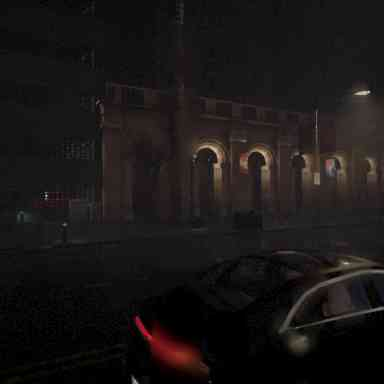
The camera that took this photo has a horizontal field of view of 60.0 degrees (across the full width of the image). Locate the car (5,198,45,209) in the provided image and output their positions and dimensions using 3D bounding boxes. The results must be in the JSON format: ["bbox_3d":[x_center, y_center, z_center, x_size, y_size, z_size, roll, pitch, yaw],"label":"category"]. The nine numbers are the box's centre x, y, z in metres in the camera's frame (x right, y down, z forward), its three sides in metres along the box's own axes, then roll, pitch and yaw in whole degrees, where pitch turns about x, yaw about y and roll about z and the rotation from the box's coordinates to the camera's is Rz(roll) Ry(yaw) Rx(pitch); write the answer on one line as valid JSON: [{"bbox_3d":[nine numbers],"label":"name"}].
[{"bbox_3d":[-22.306,1.463,44.445,4.718,1.301,1.895,0,0,-29],"label":"car"}]

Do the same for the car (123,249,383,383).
[{"bbox_3d":[1.648,1.491,4.074,4.902,1.511,2.128,0,0,-29],"label":"car"}]

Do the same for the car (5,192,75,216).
[{"bbox_3d":[-12.746,1.028,28.586,5.566,2.045,2.435,0,0,-29],"label":"car"}]

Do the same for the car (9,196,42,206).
[{"bbox_3d":[-27.477,1.413,54.838,4.786,1.482,2.161,0,0,-29],"label":"car"}]
